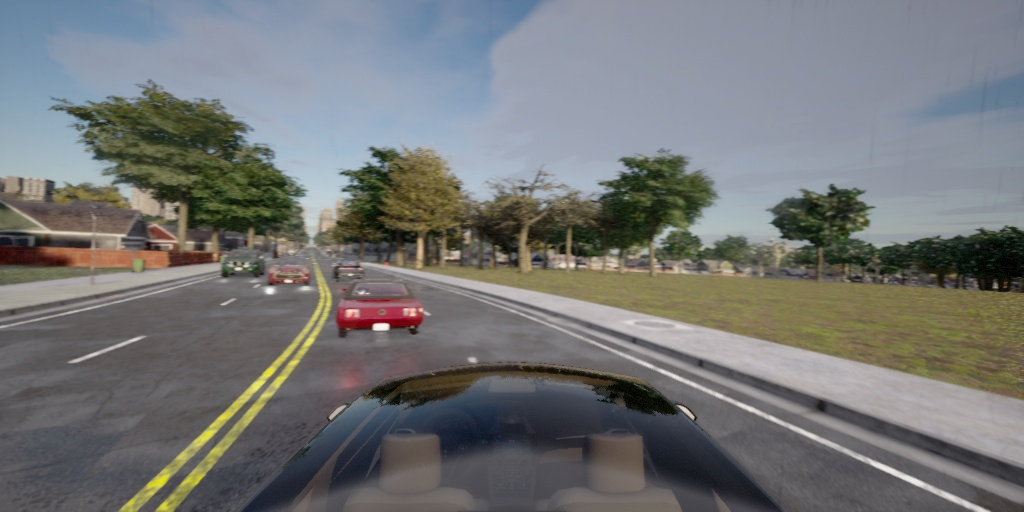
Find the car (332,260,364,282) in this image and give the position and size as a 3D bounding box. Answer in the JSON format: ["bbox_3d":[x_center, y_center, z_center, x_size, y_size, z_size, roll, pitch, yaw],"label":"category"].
[{"bbox_3d":[-11.947,1.038,26.142,2.128,1.511,4.902,2,-1,-29],"label":"car"}]

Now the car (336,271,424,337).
[{"bbox_3d":[-3.755,1.291,10.076,1.895,1.301,4.718,2,-1,-22],"label":"car"}]

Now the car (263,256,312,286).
[{"bbox_3d":[-13.570,0.810,22.046,2.097,1.767,4.553,2,-1,-29],"label":"car"}]

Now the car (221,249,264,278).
[{"bbox_3d":[-20.017,0.507,26.939,2.150,2.045,5.566,2,-1,-29],"label":"car"}]
